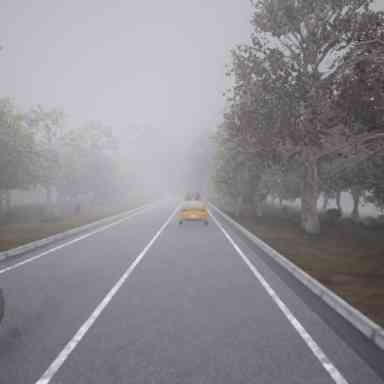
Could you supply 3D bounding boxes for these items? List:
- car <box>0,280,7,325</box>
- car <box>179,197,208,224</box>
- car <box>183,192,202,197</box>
[{"bbox_3d":[-3.554,1.511,2.956,1.812,1.442,4.674,0,0,1],"label":"car"},{"bbox_3d":[0.098,1.363,23.694,1.882,1.535,5.008,0,0,0],"label":"car"},{"bbox_3d":[0.104,0.980,41.687,2.150,2.045,5.566,0,1,0],"label":"car"}]
